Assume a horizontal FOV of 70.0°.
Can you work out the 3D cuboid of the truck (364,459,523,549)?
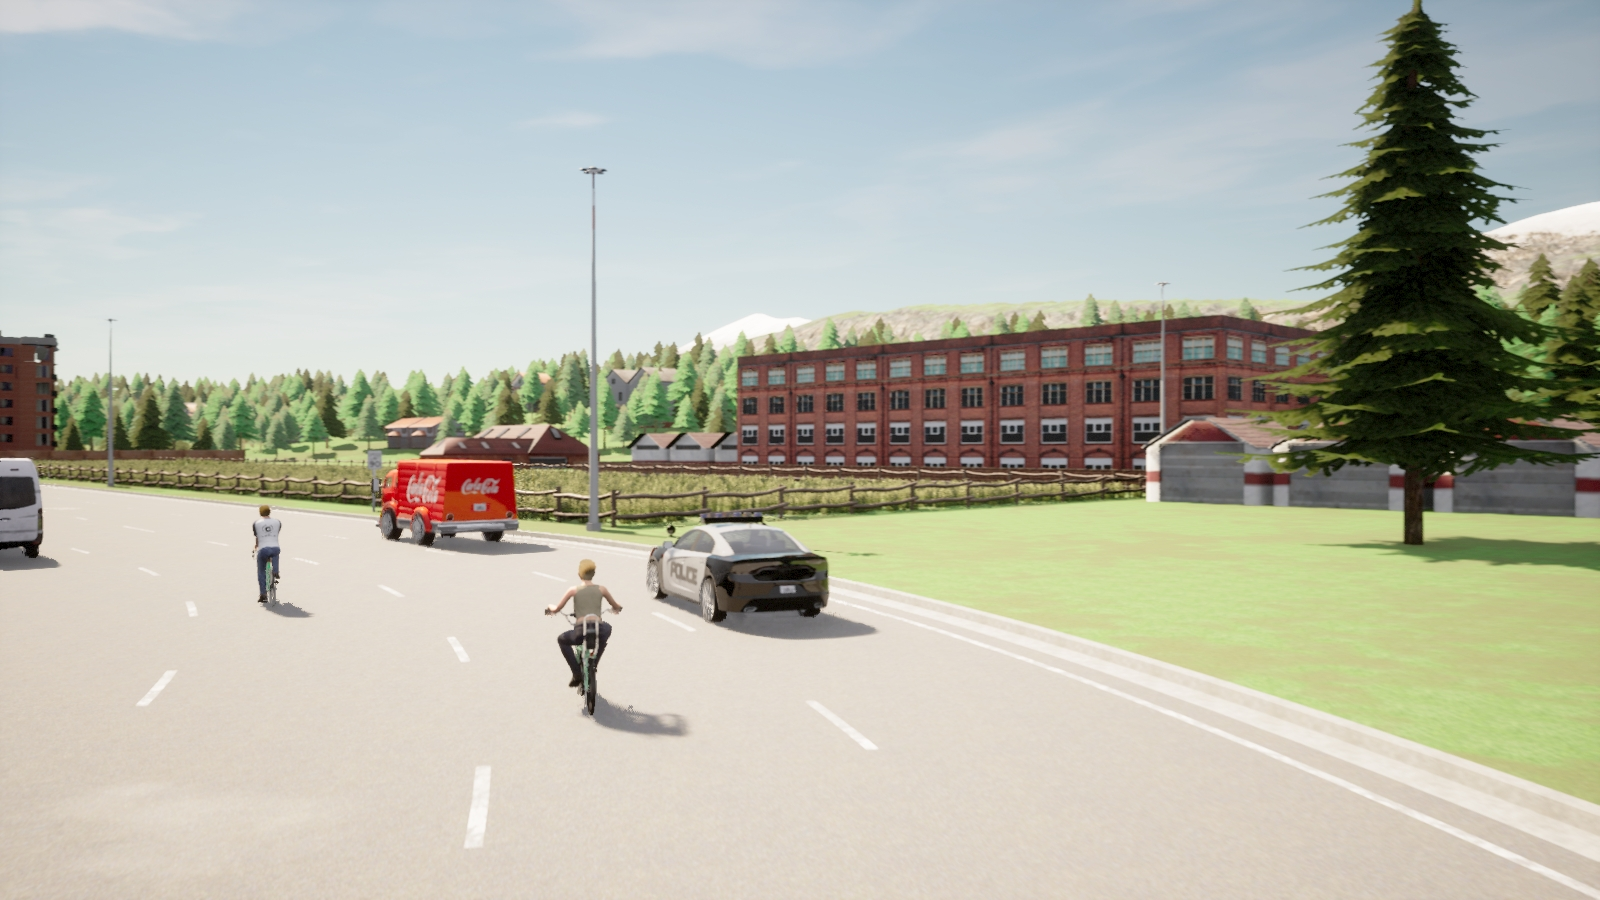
[{"bbox_3d":[-10.807,1.520,34.432,2.627,2.467,5.204,0,0,-42],"label":"truck"}]

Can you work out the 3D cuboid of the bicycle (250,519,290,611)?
[{"bbox_3d":[-9.505,2.028,20.468,0.373,1.496,1.643,-3,1,-32],"label":"bicycle"}]

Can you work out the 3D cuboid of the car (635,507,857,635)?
[{"bbox_3d":[-1.131,1.952,19.891,2.097,1.638,5.238,0,0,-24],"label":"car"}]

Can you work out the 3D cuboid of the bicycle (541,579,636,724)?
[{"bbox_3d":[-2.323,2.139,12.417,0.859,1.276,1.487,0,0,-17],"label":"bicycle"}]

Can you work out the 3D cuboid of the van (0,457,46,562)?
[{"bbox_3d":[-21.763,1.495,30.420,1.988,2.561,5.915,0,0,-42],"label":"van"}]
